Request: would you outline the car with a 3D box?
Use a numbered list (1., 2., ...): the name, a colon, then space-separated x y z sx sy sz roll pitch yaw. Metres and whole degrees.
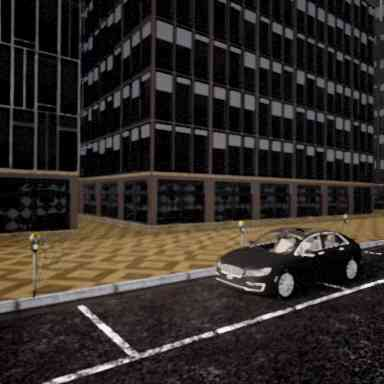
1. car: 2.597 1.598 8.416 4.403 1.369 2.008 0 0 -36
